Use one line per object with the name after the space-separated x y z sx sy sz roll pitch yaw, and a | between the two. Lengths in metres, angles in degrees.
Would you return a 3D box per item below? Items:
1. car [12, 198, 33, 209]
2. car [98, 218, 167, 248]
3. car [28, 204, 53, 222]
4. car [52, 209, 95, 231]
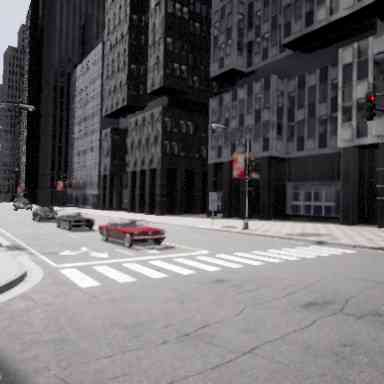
-23.829 1.784 46.662 2.150 2.045 5.566 2 -2 -35 | car
-3.245 2.059 17.596 1.895 1.301 4.718 2 -2 -36 | car
-15.128 2.251 34.266 1.837 1.490 4.892 2 -2 -35 | car
-9.118 2.211 25.815 1.895 1.301 4.718 2 -2 -35 | car
